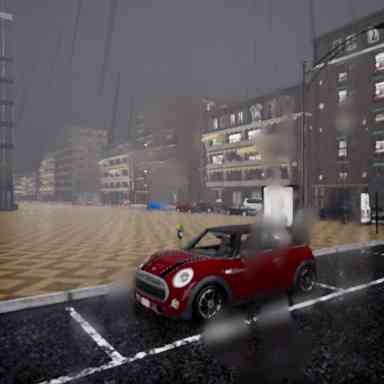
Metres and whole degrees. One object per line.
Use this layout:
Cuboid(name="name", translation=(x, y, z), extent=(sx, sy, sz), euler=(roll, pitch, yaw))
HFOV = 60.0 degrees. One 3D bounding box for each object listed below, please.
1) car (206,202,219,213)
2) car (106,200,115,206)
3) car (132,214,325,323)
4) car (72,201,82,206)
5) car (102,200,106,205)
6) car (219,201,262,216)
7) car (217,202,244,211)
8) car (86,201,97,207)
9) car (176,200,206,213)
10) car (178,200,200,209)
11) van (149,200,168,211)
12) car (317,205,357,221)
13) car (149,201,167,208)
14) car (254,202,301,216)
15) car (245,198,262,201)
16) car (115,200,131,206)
Cuboid(name="car", translation=(2.213, 2.166, 47.197), extent=(1.837, 1.490, 4.892), euler=(0, -1, -36))
Cuboid(name="car", translation=(-20.233, 2.887, 87.993), extent=(1.947, 1.339, 4.313), euler=(-1, 0, -36))
Cuboid(name="car", translation=(0.786, 1.460, 7.131), extent=(4.097, 1.590, 1.967), euler=(0, -1, -36))
Cuboid(name="car", translation=(-30.287, 2.976, 87.585), extent=(1.887, 1.381, 4.507), euler=(-1, 0, -36))
Cuboid(name="car", translation=(-23.502, 2.948, 92.502), extent=(1.887, 1.381, 4.507), euler=(-1, 0, -36))
Cuboid(name="car", translation=(5.561, 2.083, 37.907), extent=(2.008, 1.369, 4.403), euler=(-1, 0, -36))
Cuboid(name="car", translation=(5.978, 2.248, 51.966), extent=(1.802, 1.307, 4.206), euler=(-1, 0, -36))
Cuboid(name="car", translation=(-23.750, 2.818, 78.566), extent=(2.008, 1.369, 4.403), euler=(-1, 0, -36))
Cuboid(name="car", translation=(-0.523, 2.229, 46.378), extent=(1.887, 1.381, 4.507), euler=(-1, 0, -36))
Cuboid(name="car", translation=(-0.622, 2.270, 60.941), extent=(1.967, 1.590, 4.097), euler=(-1, 0, -36))
Cuboid(name="van", translation=(-5.447, 2.149, 53.261), extent=(1.690, 1.788, 3.998), euler=(-1, 0, -36))
Cuboid(name="car", translation=(13.865, 1.935, 31.101), extent=(1.994, 1.385, 4.181), euler=(0, -1, -36))
Cuboid(name="car", translation=(-7.159, 2.575, 69.956), extent=(1.802, 1.307, 4.206), euler=(-1, 0, -36))
Cuboid(name="car", translation=(8.830, 2.001, 33.398), extent=(2.008, 1.369, 4.403), euler=(-1, 0, -36))
Cuboid(name="car", translation=(8.326, 1.730, 38.744), extent=(2.150, 2.045, 5.566), euler=(0, -1, -36))
Cuboid(name="car", translation=(-16.967, 2.679, 83.484), extent=(1.967, 1.590, 4.097), euler=(-1, 0, -36))
